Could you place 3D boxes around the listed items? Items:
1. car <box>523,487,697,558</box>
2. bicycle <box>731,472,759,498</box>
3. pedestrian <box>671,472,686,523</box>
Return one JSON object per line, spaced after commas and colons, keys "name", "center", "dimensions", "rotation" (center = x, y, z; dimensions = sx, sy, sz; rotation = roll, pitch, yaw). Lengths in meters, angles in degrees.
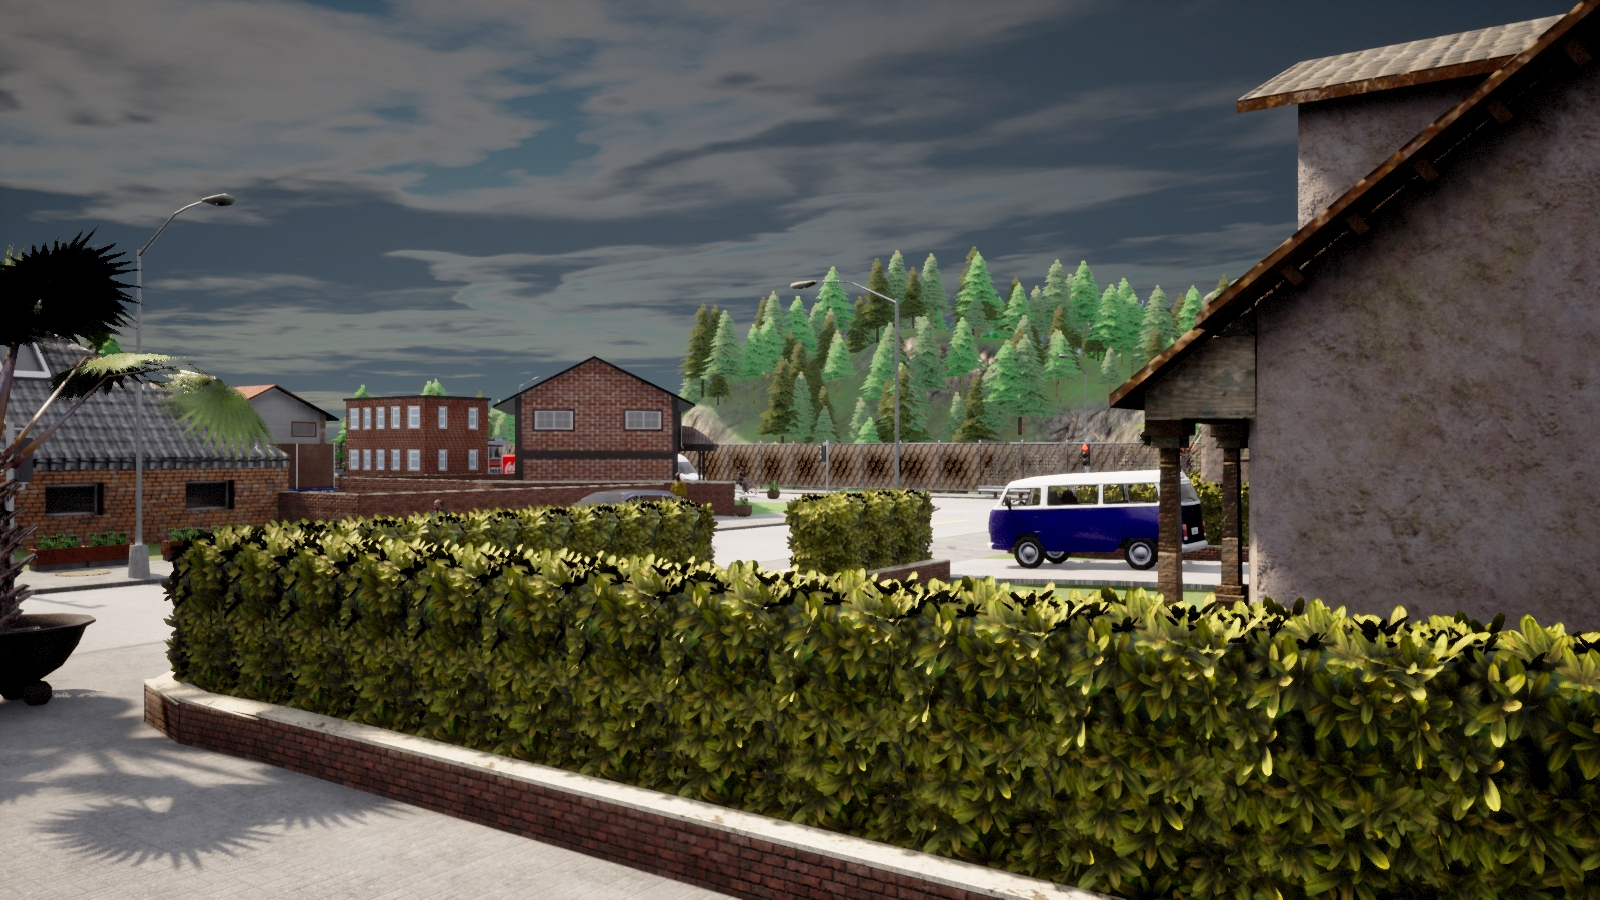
{"name": "car", "center": [-5.234, 1.958, 32.042], "dimensions": [2.242, 1.667, 4.611], "rotation": [0, 0, 35]}
{"name": "bicycle", "center": [-3.242, 2.044, 67.150], "dimensions": [1.835, 1.471, 0.329], "rotation": [0, 0, 35]}
{"name": "pedestrian", "center": [-4.483, 1.732, 42.164], "dimensions": [0.375, 1.860, 0.375], "rotation": [0, 0, 31]}
